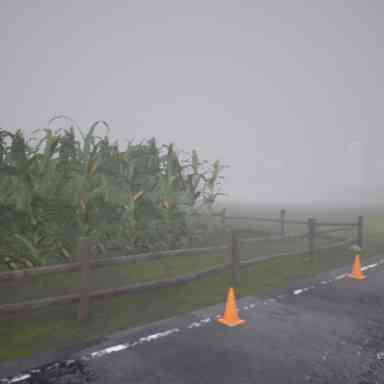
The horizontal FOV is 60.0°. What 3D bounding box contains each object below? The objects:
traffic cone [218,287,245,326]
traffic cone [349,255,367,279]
[{"bbox_3d":[0.695,1.977,5.842,0.340,0.580,0.340,0,0,-38],"label":"traffic cone"},{"bbox_3d":[4.454,1.986,8.951,0.340,0.580,0.340,0,0,-41],"label":"traffic cone"}]
